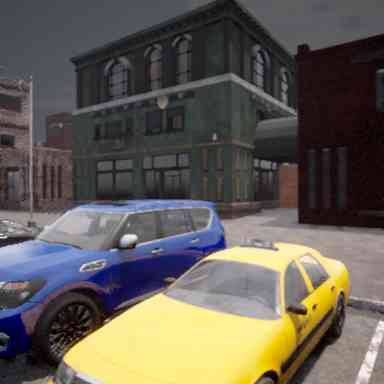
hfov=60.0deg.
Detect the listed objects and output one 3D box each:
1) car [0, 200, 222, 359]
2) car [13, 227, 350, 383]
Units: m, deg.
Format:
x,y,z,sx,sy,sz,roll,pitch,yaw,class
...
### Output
x,y,z,sx,sy,sz,roll,pitch,yaw,class
-1.379,1.202,6.304,2.435,2.045,5.566,0,0,36,car
0.790,1.466,4.564,1.946,1.575,5.366,0,0,36,car
